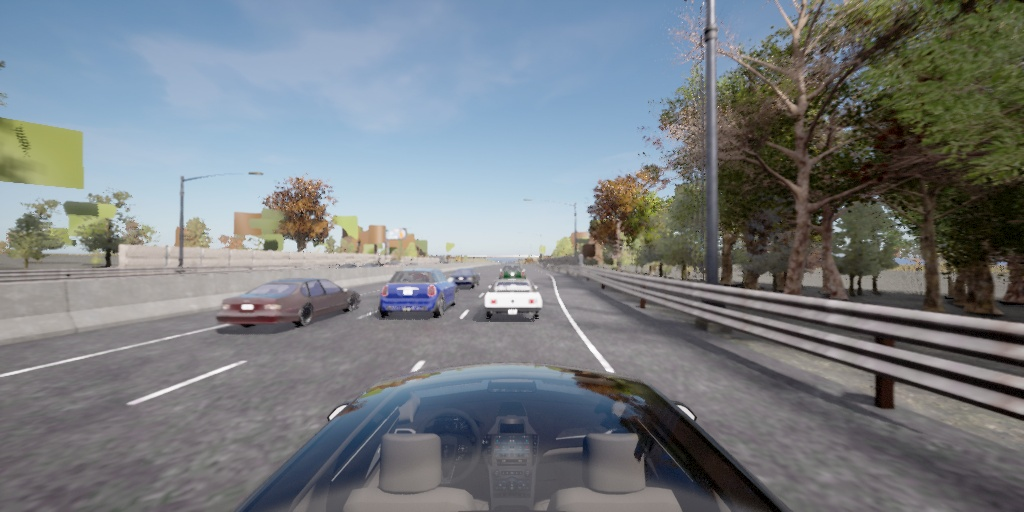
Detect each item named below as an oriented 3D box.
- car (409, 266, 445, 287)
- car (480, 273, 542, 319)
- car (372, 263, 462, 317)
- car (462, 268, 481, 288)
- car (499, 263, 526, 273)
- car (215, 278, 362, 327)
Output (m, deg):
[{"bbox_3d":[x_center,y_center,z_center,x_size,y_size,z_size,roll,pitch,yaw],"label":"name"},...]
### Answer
[{"bbox_3d":[-6.947,1.640,29.855,1.812,1.442,4.674,0,-1,0],"label":"car"},{"bbox_3d":[0.041,1.502,13.552,1.895,1.301,4.718,0,-1,0],"label":"car"},{"bbox_3d":[-3.453,1.259,14.065,2.097,1.767,4.553,0,-1,0],"label":"car"},{"bbox_3d":[-3.471,1.625,26.993,2.033,1.411,5.357,0,-1,1],"label":"car"},{"bbox_3d":[0.048,1.456,29.076,2.097,1.767,4.553,0,-1,0],"label":"car"},{"bbox_3d":[-6.972,1.428,11.987,2.033,1.411,5.357,0,-1,1],"label":"car"}]
